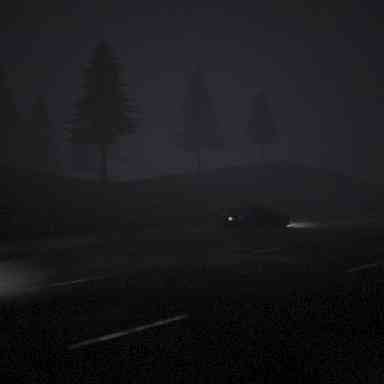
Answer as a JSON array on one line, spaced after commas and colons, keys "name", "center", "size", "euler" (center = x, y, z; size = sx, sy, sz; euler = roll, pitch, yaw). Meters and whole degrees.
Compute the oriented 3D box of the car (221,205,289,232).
[{"name": "car", "center": [3.727, 1.422, 19.300], "size": [4.181, 1.385, 1.994], "euler": [-1, 0, -36]}]
